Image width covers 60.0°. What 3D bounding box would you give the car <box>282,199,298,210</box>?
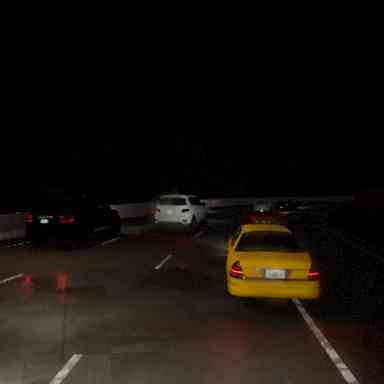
[{"bbox_3d":[12.106,1.599,42.627,1.895,1.301,4.718,0,0,31],"label":"car"}]

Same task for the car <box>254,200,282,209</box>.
[{"bbox_3d":[7.474,1.524,33.337,1.812,1.442,4.674,0,0,24],"label":"car"}]

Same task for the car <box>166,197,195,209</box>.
[{"bbox_3d":[-1.587,1.503,47.013,1.837,1.490,4.892,0,0,29],"label":"car"}]

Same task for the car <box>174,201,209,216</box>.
[{"bbox_3d":[0.026,1.599,33.660,1.895,1.301,4.718,0,0,21],"label":"car"}]

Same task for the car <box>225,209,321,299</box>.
[{"bbox_3d":[1.804,1.455,8.537,1.801,1.575,5.366,0,0,7],"label":"car"}]

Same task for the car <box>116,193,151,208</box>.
[{"bbox_3d":[-8.516,1.219,48.913,2.150,2.045,5.566,0,0,28],"label":"car"}]

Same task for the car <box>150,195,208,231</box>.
[{"bbox_3d":[-0.513,1.213,20.799,2.150,2.045,5.566,0,-1,15],"label":"car"}]

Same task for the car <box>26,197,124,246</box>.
[{"bbox_3d":[-5.244,1.221,15.506,2.150,2.045,5.566,0,0,10],"label":"car"}]
